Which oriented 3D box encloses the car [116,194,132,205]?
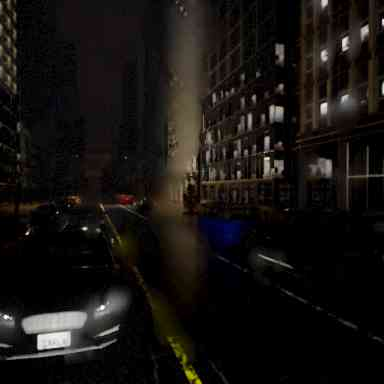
[{"bbox_3d":[-11.420,1.288,57.630,2.192,1.841,5.009,-1,0,-16],"label":"car"}]

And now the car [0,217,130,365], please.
[{"bbox_3d":[-2.324,1.489,6.277,2.128,1.511,4.902,0,0,-17],"label":"car"}]

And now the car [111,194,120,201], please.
[{"bbox_3d":[-19.448,1.397,84.891,1.967,1.590,4.097,-1,0,-16],"label":"car"}]

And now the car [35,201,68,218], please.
[{"bbox_3d":[-9.823,1.541,22.550,2.008,1.369,4.403,-1,0,-16],"label":"car"}]

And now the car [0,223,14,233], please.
[{"bbox_3d":[-5.006,1.548,6.194,2.008,1.369,4.403,-1,0,-16],"label":"car"}]

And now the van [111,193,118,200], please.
[{"bbox_3d":[-21.054,1.294,90.342,1.690,1.788,3.998,-1,0,-16],"label":"van"}]

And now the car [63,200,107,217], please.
[{"bbox_3d":[-5.851,1.470,18.621,1.882,1.535,5.008,0,0,-16],"label":"car"}]

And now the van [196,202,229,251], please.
[{"bbox_3d":[1.426,1.335,14.013,1.690,1.788,3.998,-1,0,-16],"label":"van"}]

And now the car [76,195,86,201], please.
[{"bbox_3d":[-27.486,1.509,82.524,2.008,1.369,4.403,-1,0,-16],"label":"car"}]

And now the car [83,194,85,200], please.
[{"bbox_3d":[-21.015,1.497,60.552,1.752,1.417,4.829,-1,0,-16],"label":"car"}]

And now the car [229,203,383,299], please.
[{"bbox_3d":[3.031,1.311,8.561,2.192,1.841,5.009,-1,0,-16],"label":"car"}]

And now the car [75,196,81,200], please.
[{"bbox_3d":[-16.245,1.562,44.358,1.802,1.307,4.206,-1,0,-16],"label":"car"}]

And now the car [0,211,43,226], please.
[{"bbox_3d":[-6.611,1.577,11.646,1.802,1.307,4.206,-1,0,-16],"label":"car"}]

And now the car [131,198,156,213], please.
[{"bbox_3d":[-4.995,1.535,35.822,2.008,1.369,4.403,-1,0,-16],"label":"car"}]

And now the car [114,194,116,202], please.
[{"bbox_3d":[-13.026,1.285,63.082,2.192,1.841,5.009,-1,0,-16],"label":"car"}]

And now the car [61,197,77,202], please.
[{"bbox_3d":[-13.034,1.536,33.454,2.008,1.369,4.403,-1,0,-16],"label":"car"}]

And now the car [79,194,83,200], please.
[{"bbox_3d":[-17.852,1.417,49.810,1.967,1.590,4.097,-1,0,-16],"label":"car"}]

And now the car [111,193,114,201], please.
[{"bbox_3d":[-16.236,1.404,73.987,1.967,1.590,4.097,-1,0,-16],"label":"car"}]
